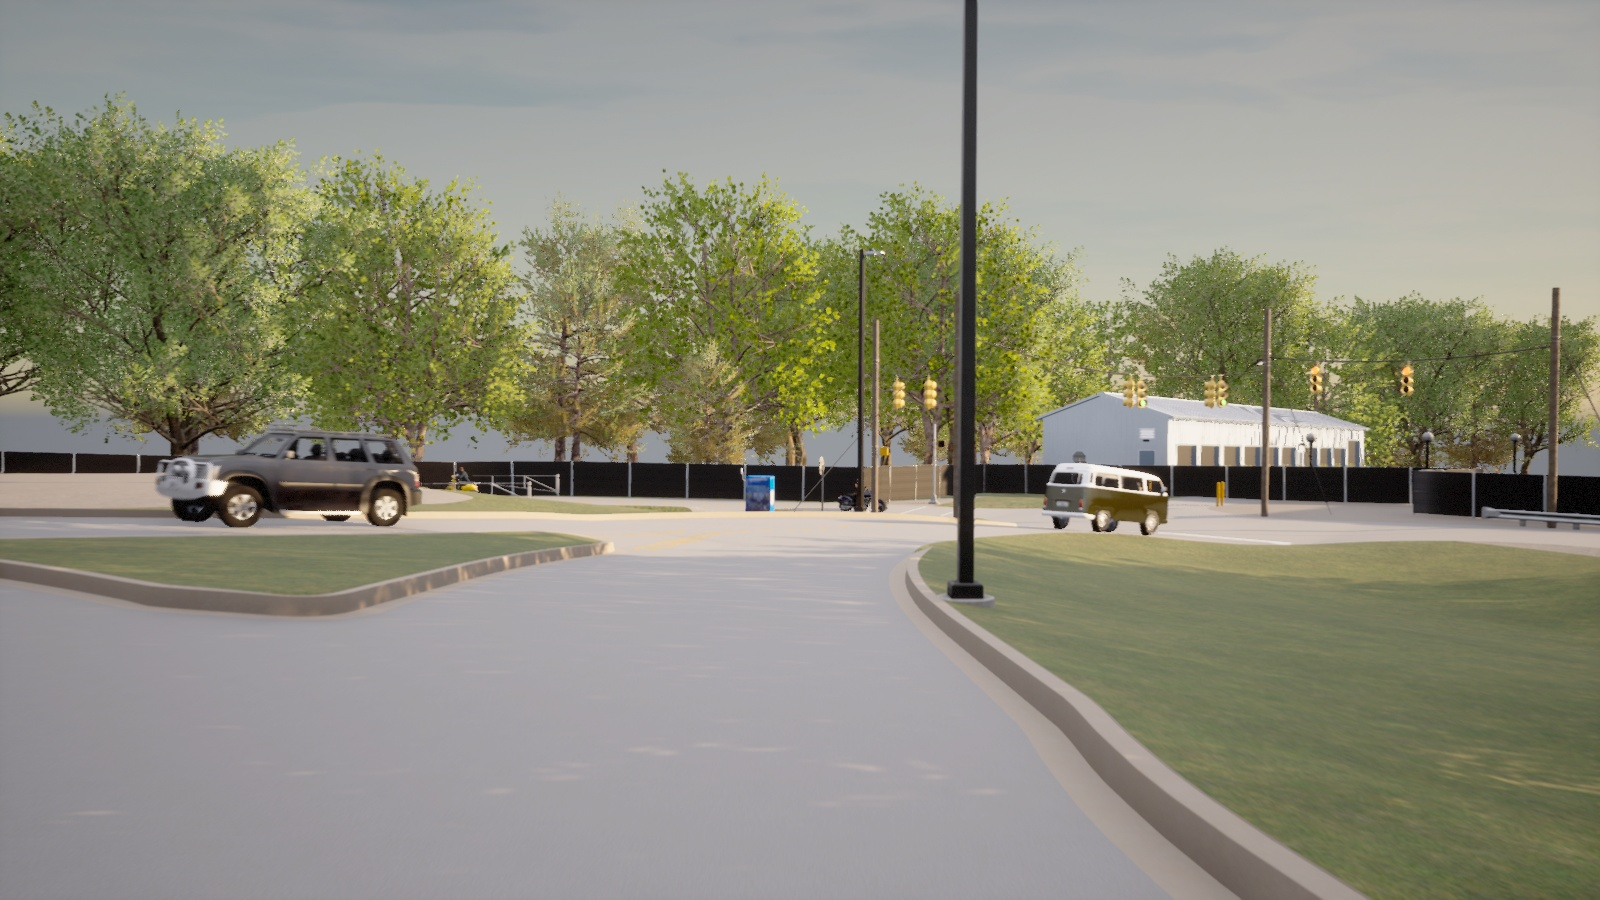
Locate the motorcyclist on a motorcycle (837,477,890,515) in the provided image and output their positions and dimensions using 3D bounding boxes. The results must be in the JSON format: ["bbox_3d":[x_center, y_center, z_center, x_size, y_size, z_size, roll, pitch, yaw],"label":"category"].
[{"bbox_3d":[2.964,2.148,58.768,2.350,1.649,0.766,1,2,20],"label":"motorcyclist on a motorcycle"}]

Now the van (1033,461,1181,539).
[{"bbox_3d":[9.583,1.580,39.054,4.480,2.038,2.069,7,-3,-39],"label":"van"}]

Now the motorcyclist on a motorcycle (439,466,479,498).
[{"bbox_3d":[-17.474,1.644,64.336,1.817,1.590,0.866,1,2,-4],"label":"motorcyclist on a motorcycle"}]

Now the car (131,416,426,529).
[{"bbox_3d":[-9.522,0.458,23.282,1.932,1.855,4.605,2,-1,38],"label":"car"}]
